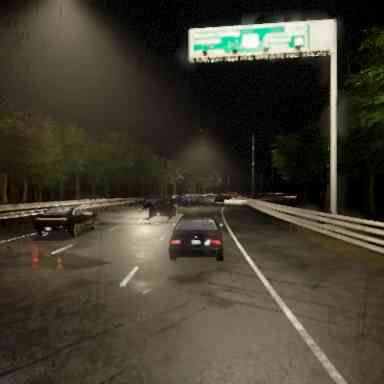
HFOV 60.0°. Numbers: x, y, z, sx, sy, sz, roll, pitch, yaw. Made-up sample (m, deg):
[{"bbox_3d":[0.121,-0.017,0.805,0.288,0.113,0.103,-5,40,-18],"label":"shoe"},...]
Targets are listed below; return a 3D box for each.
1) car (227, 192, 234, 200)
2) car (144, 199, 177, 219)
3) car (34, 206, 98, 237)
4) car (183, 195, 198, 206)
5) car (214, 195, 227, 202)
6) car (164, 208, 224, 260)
[{"bbox_3d":[9.603,1.487,91.192,1.994,1.385,4.181,0,0,12],"label":"car"},{"bbox_3d":[-2.467,1.493,28.632,1.837,1.490,4.892,0,0,4],"label":"car"},{"bbox_3d":[-6.534,1.476,17.811,2.128,1.511,4.902,0,0,3],"label":"car"},{"bbox_3d":[-0.189,1.332,53.034,2.097,1.767,4.553,0,0,7],"label":"car"},{"bbox_3d":[5.968,1.514,71.926,1.994,1.385,4.181,0,0,9],"label":"car"},{"bbox_3d":[0.196,1.547,12.444,2.033,1.411,5.357,0,0,2],"label":"car"}]
